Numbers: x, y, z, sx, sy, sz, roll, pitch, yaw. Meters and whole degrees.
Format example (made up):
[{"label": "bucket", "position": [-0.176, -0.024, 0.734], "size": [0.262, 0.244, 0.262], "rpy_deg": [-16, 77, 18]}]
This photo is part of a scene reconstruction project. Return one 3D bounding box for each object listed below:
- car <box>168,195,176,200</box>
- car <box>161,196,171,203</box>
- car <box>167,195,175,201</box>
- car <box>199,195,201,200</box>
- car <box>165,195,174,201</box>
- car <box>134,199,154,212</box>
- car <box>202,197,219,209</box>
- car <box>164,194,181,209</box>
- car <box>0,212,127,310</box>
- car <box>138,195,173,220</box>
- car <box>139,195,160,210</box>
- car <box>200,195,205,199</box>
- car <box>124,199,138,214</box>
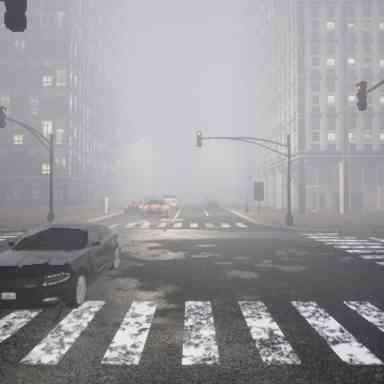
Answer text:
[{"label": "car", "position": [-5.594, 1.605, 95.152], "size": [1.947, 1.339, 4.313], "rpy_deg": [1, 0, 0]}, {"label": "car", "position": [-5.613, 1.573, 72.851], "size": [1.887, 1.381, 4.507], "rpy_deg": [1, 0, 0]}, {"label": "car", "position": [-5.598, 1.587, 89.577], "size": [2.008, 1.369, 4.403], "rpy_deg": [1, 0, 0]}, {"label": "car", "position": [2.758, 1.590, 61.763], "size": [1.947, 1.339, 4.313], "rpy_deg": [1, 0, 0]}, {"label": "car", "position": [-5.603, 1.578, 84.001], "size": [1.887, 1.381, 4.507], "rpy_deg": [1, 0, 0]}, {"label": "car", "position": [-5.643, 1.597, 39.400], "size": [1.802, 1.307, 4.206], "rpy_deg": [1, 0, 0]}, {"label": "car", "position": [2.742, 1.599, 45.030], "size": [1.802, 1.307, 4.206], "rpy_deg": [1, 0, 0]}, {"label": "car", "position": [-3.061, 1.238, 45.863], "size": [2.150, 2.045, 5.566], "rpy_deg": [0, 0, 0]}, {"label": "car", "position": [-3.094, 1.481, 8.112], "size": [1.882, 1.535, 5.008], "rpy_deg": [0, 0, 0]}, {"label": "car", "position": [-3.033, 1.363, 28.603], "size": [2.097, 1.767, 4.553], "rpy_deg": [0, 0, -1]}, {"label": "car", "position": [-5.632, 1.332, 44.975], "size": [2.192, 1.841, 5.009], "rpy_deg": [1, 0, 0]}, {"label": "car", "position": [2.754, 1.547, 56.356], "size": [1.752, 1.417, 4.829], "rpy_deg": [1, 0, 0]}, {"label": "car", "position": [-5.645, 1.453, 33.825], "size": [1.967, 1.590, 4.097], "rpy_deg": [1, 0, 0]}]
